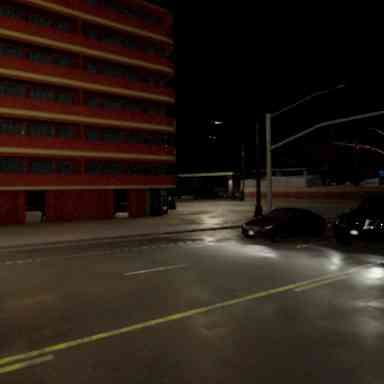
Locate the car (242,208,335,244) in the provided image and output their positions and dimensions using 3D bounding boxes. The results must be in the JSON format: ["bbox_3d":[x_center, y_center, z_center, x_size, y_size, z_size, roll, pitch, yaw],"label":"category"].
[{"bbox_3d":[4.458,1.480,15.677,4.674,1.442,1.812,0,0,-35],"label":"car"}]

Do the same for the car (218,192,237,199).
[{"bbox_3d":[8.831,0.813,79.111,3.806,1.475,1.970,-1,1,-35],"label":"car"}]

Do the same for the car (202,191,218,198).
[{"bbox_3d":[4.856,0.666,83.329,4.611,1.667,2.242,-1,1,-35],"label":"car"}]

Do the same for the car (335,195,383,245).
[{"bbox_3d":[8.356,1.160,14.130,5.566,2.045,2.150,0,0,-36],"label":"car"}]
